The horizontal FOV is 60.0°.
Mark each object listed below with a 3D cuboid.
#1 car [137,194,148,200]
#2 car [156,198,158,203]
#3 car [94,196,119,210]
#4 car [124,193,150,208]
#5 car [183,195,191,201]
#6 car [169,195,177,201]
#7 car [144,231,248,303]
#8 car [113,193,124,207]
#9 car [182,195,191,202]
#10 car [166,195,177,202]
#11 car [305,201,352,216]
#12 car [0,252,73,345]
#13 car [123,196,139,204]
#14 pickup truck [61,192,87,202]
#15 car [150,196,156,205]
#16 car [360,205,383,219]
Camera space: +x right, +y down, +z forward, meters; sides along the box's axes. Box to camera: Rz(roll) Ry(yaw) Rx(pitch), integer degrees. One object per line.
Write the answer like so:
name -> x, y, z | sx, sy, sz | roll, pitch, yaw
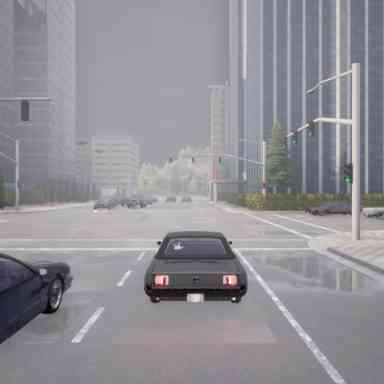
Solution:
car -> -11.783, 1.245, 79.203 | 1.994, 1.385, 4.181 | 0, 0, -1
car -> -8.113, 1.561, 67.965 | 1.994, 1.385, 4.181 | 0, 0, 0
car -> -11.332, 1.562, 43.322 | 1.994, 1.385, 4.181 | 0, 0, -1
car -> -7.911, 1.219, 48.168 | 2.150, 2.045, 5.566 | 0, 0, -1
car -> -1.367, 1.536, 84.774 | 2.033, 1.411, 5.357 | 0, 0, -1
car -> -4.867, 1.520, 84.706 | 1.812, 1.442, 4.674 | 0, 0, -1
car -> 0.069, 1.600, 8.153 | 1.895, 1.301, 4.718 | 0, 0, 0
car -> -11.467, 1.219, 52.655 | 2.150, 2.045, 5.566 | 0, 0, -1
car -> -1.212, 1.550, 74.999 | 1.994, 1.385, 4.181 | 0, 0, -1
car -> -4.702, 1.497, 74.538 | 1.837, 1.490, 4.892 | 0, 0, -1
car -> 13.590, 1.546, 31.559 | 5.357, 1.411, 2.033 | 0, 0, -3
car -> -3.435, 1.547, 4.558 | 2.033, 1.411, 5.357 | 0, 0, 0
car -> -11.589, 1.487, 63.334 | 2.128, 1.511, 4.902 | 0, 0, 0
pickup truck -> -24.753, 1.055, 69.215 | 2.390, 2.098, 6.274 | 0, 0, 30
car -> -8.039, 1.349, 57.918 | 2.097, 1.767, 4.553 | 0, 0, -1
car -> 16.945, 1.599, 28.051 | 4.718, 1.301, 1.895 | 0, 0, 0
